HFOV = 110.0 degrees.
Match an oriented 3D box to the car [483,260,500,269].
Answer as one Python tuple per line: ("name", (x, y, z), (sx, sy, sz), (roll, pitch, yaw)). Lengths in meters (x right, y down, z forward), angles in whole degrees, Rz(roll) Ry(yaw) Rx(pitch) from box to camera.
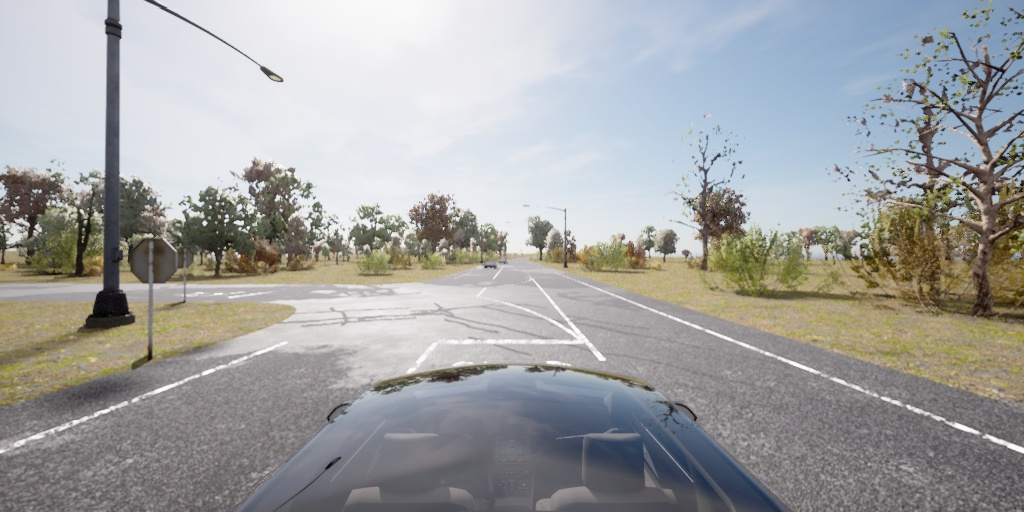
("car", (-3.433, 1.403, 57.253), (1.994, 1.385, 4.181), (0, 0, 0))
